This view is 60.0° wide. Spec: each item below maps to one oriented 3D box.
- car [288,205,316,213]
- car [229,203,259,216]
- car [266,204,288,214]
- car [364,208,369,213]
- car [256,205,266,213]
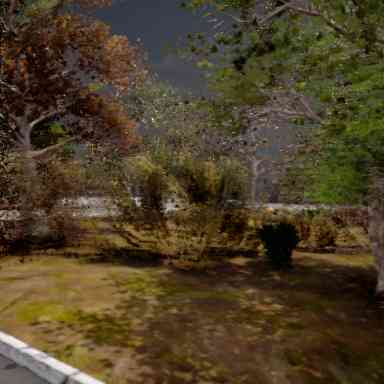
[{"bbox_3d":[14.039,2.318,40.763,2.231,1.521,4.892,0,0,35],"label":"car"},{"bbox_3d":[7.233,2.352,45.559,2.163,1.488,4.792,0,0,35],"label":"car"},{"bbox_3d":[11.758,2.348,42.342,2.163,1.488,4.792,0,0,35],"label":"car"},{"bbox_3d":[18.542,2.188,37.517,2.185,1.767,4.553,0,0,35],"label":"car"},{"bbox_3d":[9.621,2.317,44.125,1.946,1.575,5.366,0,0,35],"label":"car"}]
